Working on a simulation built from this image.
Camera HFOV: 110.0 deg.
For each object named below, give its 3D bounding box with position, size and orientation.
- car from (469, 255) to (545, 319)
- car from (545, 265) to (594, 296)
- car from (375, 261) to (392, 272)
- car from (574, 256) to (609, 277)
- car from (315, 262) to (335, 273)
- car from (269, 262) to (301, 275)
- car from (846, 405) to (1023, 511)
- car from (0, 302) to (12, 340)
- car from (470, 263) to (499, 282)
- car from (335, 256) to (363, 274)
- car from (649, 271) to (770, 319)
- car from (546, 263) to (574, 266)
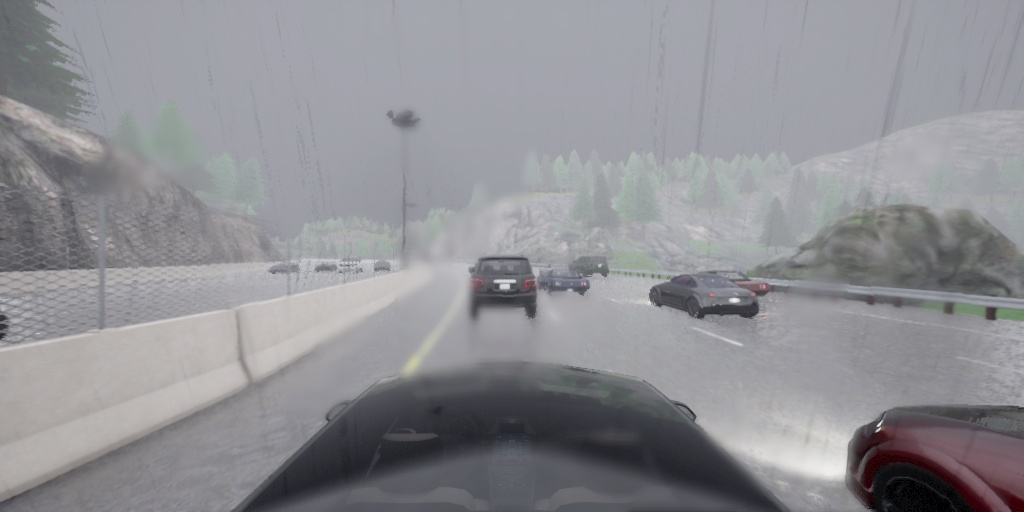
[{"bbox_3d":[-0.371,0.988,13.084,2.150,2.045,5.566,0,0,-4],"label":"car"},{"bbox_3d":[2.617,1.370,19.373,1.895,1.301,4.718,0,0,-5],"label":"car"},{"bbox_3d":[-17.097,1.361,47.711,1.837,1.490,4.892,0,-1,-15],"label":"car"},{"bbox_3d":[7.492,1.003,35.070,2.150,2.045,5.566,0,0,-10],"label":"car"},{"bbox_3d":[-24.022,1.468,46.547,1.895,1.301,4.718,0,0,-16],"label":"car"},{"bbox_3d":[-26.355,1.413,41.826,2.033,1.411,5.357,0,0,-14],"label":"car"},{"bbox_3d":[3.509,1.305,0.936,1.994,1.385,4.181,0,0,0],"label":"car"},{"bbox_3d":[-10.719,1.270,4.894,2.128,1.511,4.902,0,0,-2],"label":"car"},{"bbox_3d":[-2.506,1.345,31.370,2.033,1.411,5.357,0,0,-10],"label":"car"},{"bbox_3d":[-19.736,1.076,44.109,2.150,2.045,5.566,0,0,-15],"label":"car"},{"bbox_3d":[6.624,1.315,12.855,1.994,1.385,4.181,0,0,-3],"label":"car"},{"bbox_3d":[4.027,1.389,34.576,1.895,1.301,4.718,0,0,-10],"label":"car"}]
